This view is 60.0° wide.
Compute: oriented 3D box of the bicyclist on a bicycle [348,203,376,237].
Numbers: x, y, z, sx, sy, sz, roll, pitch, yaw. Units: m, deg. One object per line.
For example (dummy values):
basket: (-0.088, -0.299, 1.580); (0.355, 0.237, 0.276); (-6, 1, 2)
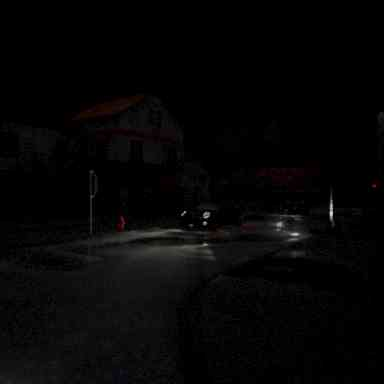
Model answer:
bicyclist on a bicycle: (8.163, 1.333, 15.541); (1.656, 1.620, 0.582); (0, 0, 36)

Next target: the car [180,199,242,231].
car: (1.242, 1.268, 20.291); (2.097, 1.767, 4.553); (1, 0, 36)

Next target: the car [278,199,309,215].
car: (10.049, 1.443, 32.535); (1.812, 1.442, 4.674); (1, 0, 36)
